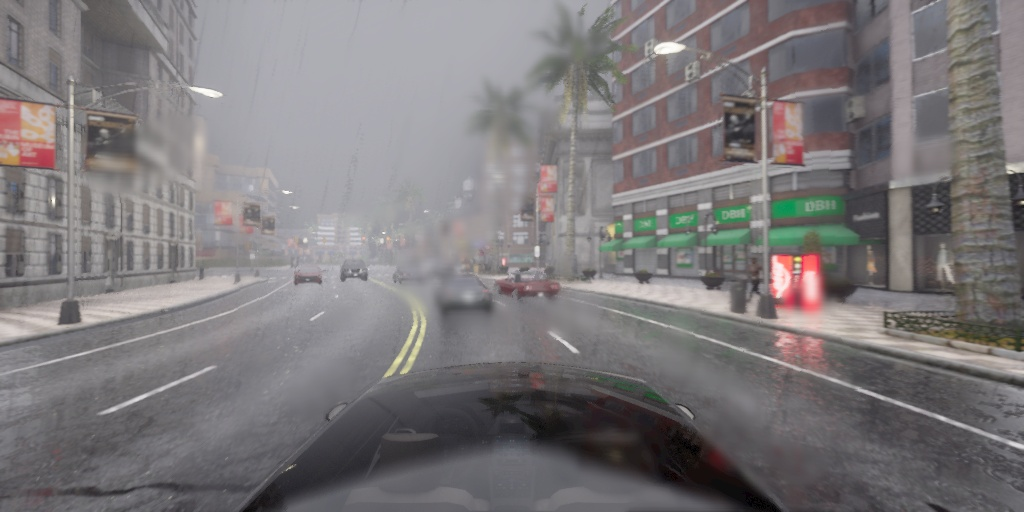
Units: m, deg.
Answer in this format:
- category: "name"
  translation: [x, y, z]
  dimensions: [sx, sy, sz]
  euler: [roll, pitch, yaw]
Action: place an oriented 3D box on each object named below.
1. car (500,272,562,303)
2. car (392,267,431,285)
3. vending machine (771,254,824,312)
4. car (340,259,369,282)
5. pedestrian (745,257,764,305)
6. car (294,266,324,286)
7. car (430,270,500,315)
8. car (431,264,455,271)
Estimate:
- category: "car"
  translation: [0.595, 1.453, 17.688]
  dimensions: [1.895, 1.301, 4.718]
  euler: [0, 0, -19]
- category: "car"
  translation: [-8.445, 1.558, 29.143]
  dimensions: [2.033, 1.411, 5.357]
  euler: [0, 0, -27]
- category: "vending machine"
  translation: [9.809, 0.929, 12.392]
  dimensions: [1.100, 2.100, 0.880]
  euler: [0, 0, -11]
- category: "car"
  translation: [-14.831, 1.322, 33.668]
  dimensions: [2.150, 2.045, 5.566]
  euler: [0, -1, -27]
- category: "pedestrian"
  translation: [8.943, 0.888, 13.208]
  dimensions: [0.375, 1.860, 0.375]
  euler: [0, 0, -12]
- category: "car"
  translation: [-16.582, 1.563, 29.365]
  dimensions: [1.882, 1.535, 5.008]
  euler: [0, -1, -27]
- category: "car"
  translation: [-2.021, 1.416, 14.226]
  dimensions: [1.994, 1.385, 4.181]
  euler: [0, 0, -16]
- category: "car"
  translation: [-6.511, 1.524, 33.000]
  dimensions: [1.837, 1.490, 4.892]
  euler: [0, -1, -27]
